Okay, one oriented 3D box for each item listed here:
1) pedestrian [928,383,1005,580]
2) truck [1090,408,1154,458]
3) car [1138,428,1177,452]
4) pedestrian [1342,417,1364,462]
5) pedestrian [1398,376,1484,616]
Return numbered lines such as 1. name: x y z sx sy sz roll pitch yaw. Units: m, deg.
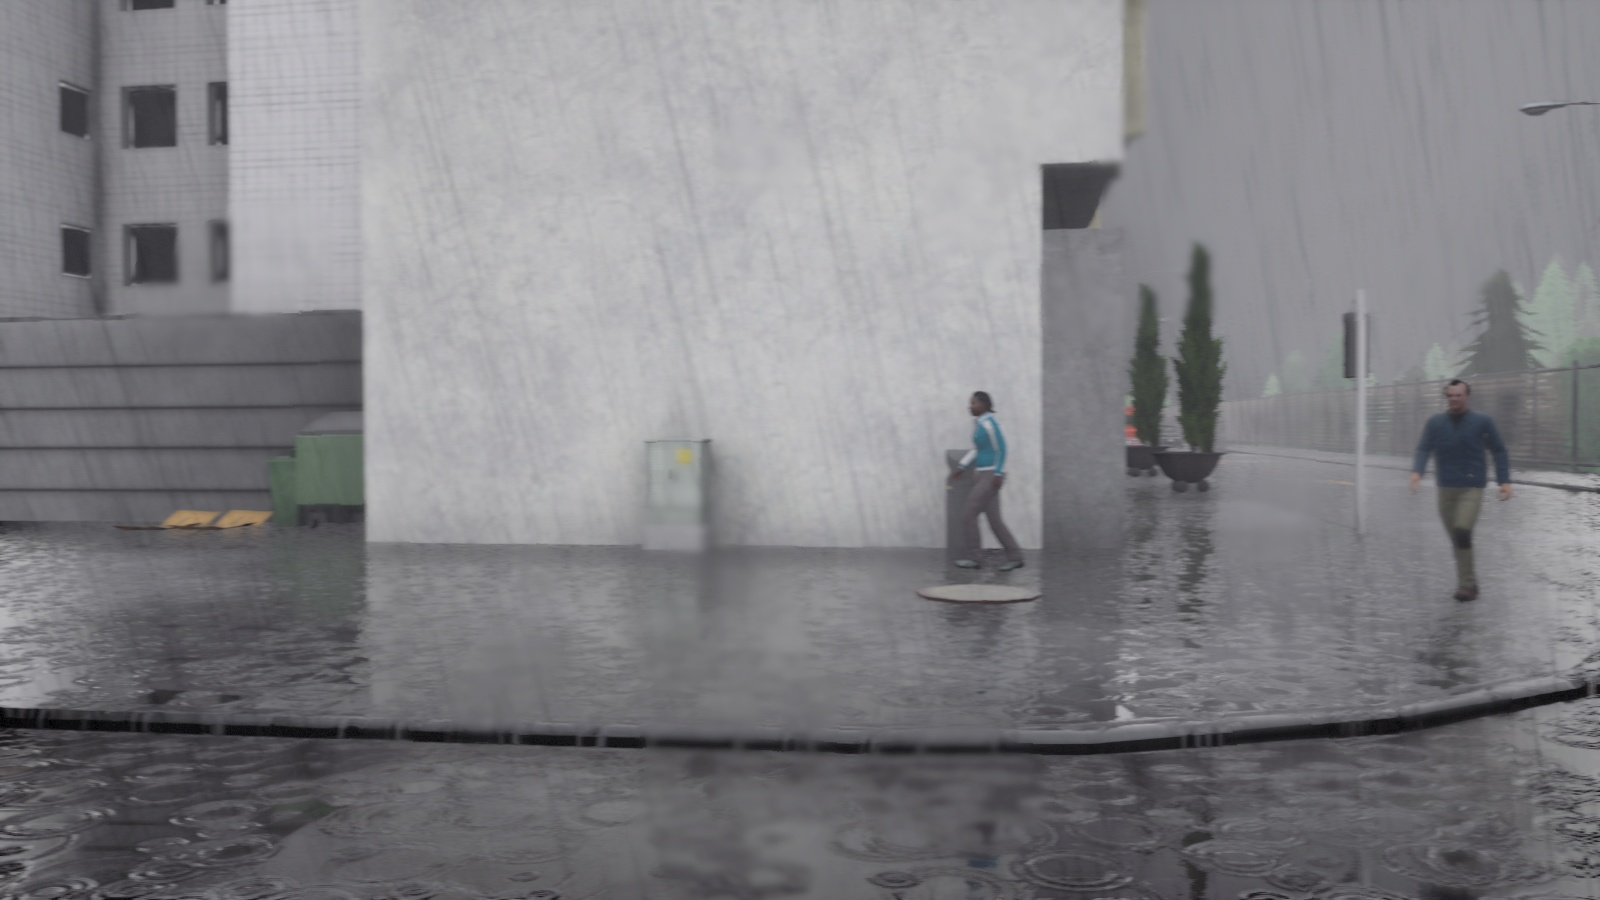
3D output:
1. pedestrian: 1.651 0.304 12.520 0.692 1.930 0.396 0 1 -3
2. truck: 16.498 -0.880 64.586 2.627 2.467 5.204 0 1 8
3. car: 22.769 -0.667 80.111 1.816 1.474 4.193 0 1 8
4. pedestrian: 24.028 -0.469 54.547 0.659 1.952 0.873 0 1 10
5. pedestrian: 5.115 0.345 10.014 0.402 1.842 0.726 1 2 43
